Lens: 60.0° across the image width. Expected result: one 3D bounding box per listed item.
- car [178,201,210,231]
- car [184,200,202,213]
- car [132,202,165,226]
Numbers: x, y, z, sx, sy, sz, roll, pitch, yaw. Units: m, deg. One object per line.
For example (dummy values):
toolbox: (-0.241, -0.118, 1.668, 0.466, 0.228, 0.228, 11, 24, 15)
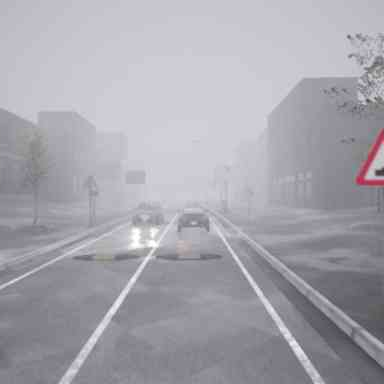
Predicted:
car: (0.100, 1.522, 20.426, 1.812, 1.442, 4.674, 0, 0, 0)
car: (0.099, 1.693, 38.469, 1.994, 1.385, 4.181, 0, -1, 0)
car: (-3.001, 1.489, 23.496, 2.128, 1.511, 4.902, 0, 0, 0)
